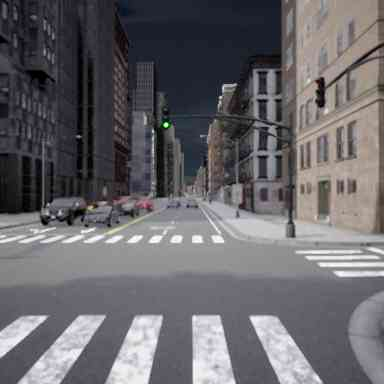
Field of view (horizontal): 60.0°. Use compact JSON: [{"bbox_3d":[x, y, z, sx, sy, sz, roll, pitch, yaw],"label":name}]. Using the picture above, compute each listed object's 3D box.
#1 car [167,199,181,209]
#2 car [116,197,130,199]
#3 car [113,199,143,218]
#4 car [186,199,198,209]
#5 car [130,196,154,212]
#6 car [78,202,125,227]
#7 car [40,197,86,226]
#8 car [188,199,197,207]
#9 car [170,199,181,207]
[{"bbox_3d":[-3.218,2.075,55.777,2.033,1.411,5.357,0,-1,0],"label":"car"},{"bbox_3d":[-9.811,1.666,47.382,2.150,2.045,5.566,0,-1,0],"label":"car"},{"bbox_3d":[-6.575,1.786,34.098,1.882,1.535,5.008,0,-1,0],"label":"car"},{"bbox_3d":[0.032,2.100,56.608,1.994,1.385,4.181,0,-1,0],"label":"car"},{"bbox_3d":[-6.565,1.642,45.441,2.150,2.045,5.566,0,0,0],"label":"car"},{"bbox_3d":[-6.561,1.721,24.679,1.837,1.490,4.892,0,-1,-1],"label":"car"},{"bbox_3d":[-9.845,1.452,26.130,2.150,2.045,5.566,0,-1,-2],"label":"car"},{"bbox_3d":[0.038,2.164,66.613,1.812,1.442,4.674,0,-1,0],"label":"car"},{"bbox_3d":[-3.212,2.111,66.199,1.882,1.535,5.008,0,-1,0],"label":"car"}]
